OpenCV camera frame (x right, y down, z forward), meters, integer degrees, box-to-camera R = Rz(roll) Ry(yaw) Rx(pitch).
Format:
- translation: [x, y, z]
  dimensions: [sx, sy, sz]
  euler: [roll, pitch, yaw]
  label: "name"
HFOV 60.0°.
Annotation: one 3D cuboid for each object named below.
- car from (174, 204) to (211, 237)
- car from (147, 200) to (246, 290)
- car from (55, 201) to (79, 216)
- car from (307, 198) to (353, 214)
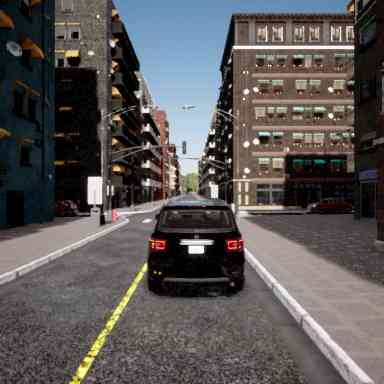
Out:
- translation: [-0.009, 1.509, 19.020]
  dimensions: [1.837, 1.490, 4.892]
  euler: [0, 0, -1]
  label: "car"
- translation: [0.092, 1.223, 9.197]
  dimensions: [2.150, 2.045, 5.566]
  euler: [0, 0, 0]
  label: "car"
- translation: [-13.556, 1.578, 33.075]
  dimensions: [4.097, 1.590, 1.967]
  euler: [-1, 0, 0]
  label: "car"
- translation: [13.549, 1.320, 33.006]
  dimensions: [4.097, 1.590, 1.967]
  euler: [-1, 0, 0]
  label: "car"
